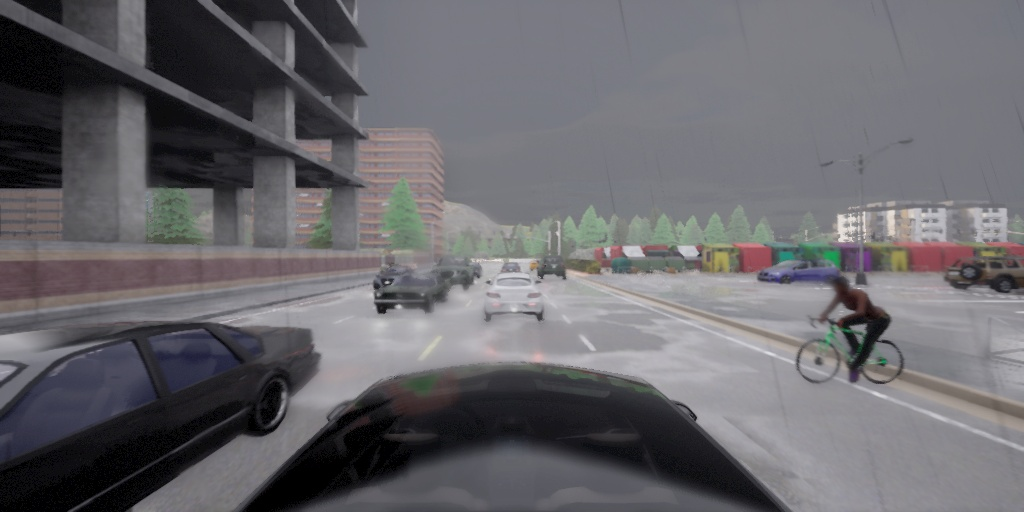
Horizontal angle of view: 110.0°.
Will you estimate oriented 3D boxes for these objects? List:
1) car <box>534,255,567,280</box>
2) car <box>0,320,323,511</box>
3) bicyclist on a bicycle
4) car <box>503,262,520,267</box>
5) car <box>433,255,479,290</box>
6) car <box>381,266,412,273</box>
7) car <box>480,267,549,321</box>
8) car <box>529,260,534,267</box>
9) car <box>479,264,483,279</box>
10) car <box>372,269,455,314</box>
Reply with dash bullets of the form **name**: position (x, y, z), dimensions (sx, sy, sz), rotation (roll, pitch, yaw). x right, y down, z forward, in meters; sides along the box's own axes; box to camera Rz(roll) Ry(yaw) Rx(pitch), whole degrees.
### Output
- **car**: position (3.419, 0.951, 31.464), dimensions (2.150, 2.045, 5.566), rotation (0, 0, 0)
- **car**: position (-3.597, 1.305, 2.750), dimensions (2.033, 1.411, 5.357), rotation (0, 0, 0)
- **bicyclist on a bicycle**: position (5.145, 1.148, 5.459), dimensions (1.656, 1.620, 0.582), rotation (0, 0, 0)
- **car**: position (-0.075, 1.282, 33.087), dimensions (2.033, 1.411, 5.357), rotation (0, 0, 0)
- **car**: position (-3.596, 0.965, 22.597), dimensions (2.150, 2.045, 5.566), rotation (0, 0, 0)
- **car**: position (-7.097, 1.323, 22.404), dimensions (1.994, 1.385, 4.181), rotation (0, 0, 0)
- **car**: position (0.059, 1.270, 12.386), dimensions (1.812, 1.442, 4.674), rotation (0, 0, 0)
- **car**: position (3.350, 1.197, 48.363), dimensions (1.882, 1.535, 5.008), rotation (0, 0, 0)
- **car**: position (-3.665, 1.289, 32.905), dimensions (2.033, 1.411, 5.357), rotation (0, 0, 0)
- **car**: position (-3.650, 1.353, 13.851), dimensions (1.895, 1.301, 4.718), rotation (0, 0, 0)
